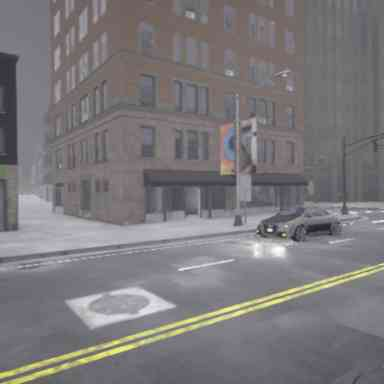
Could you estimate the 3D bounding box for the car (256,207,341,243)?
[{"bbox_3d":[4.905,1.381,15.129,4.181,1.385,1.994,-1,1,-35],"label":"car"}]
